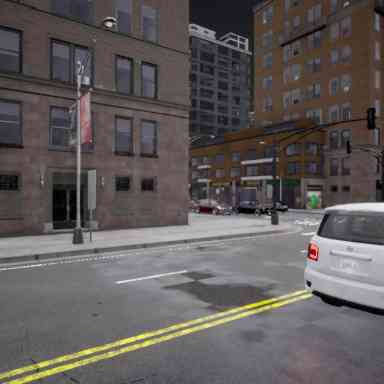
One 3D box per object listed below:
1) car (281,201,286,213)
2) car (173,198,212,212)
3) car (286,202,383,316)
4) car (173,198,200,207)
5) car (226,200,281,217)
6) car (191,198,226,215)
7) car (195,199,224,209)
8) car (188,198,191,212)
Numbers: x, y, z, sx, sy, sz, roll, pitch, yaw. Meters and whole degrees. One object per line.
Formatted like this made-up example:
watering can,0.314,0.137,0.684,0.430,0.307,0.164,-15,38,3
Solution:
car,8.676,1.580,36.969,1.947,1.339,4.313,0,0,-35
car,-0.022,1.482,39.764,2.128,1.511,4.902,0,0,-35
car,4.639,1.223,6.757,5.566,2.045,2.150,0,0,-36
car,-0.872,1.579,50.466,1.947,1.339,4.313,0,0,-35
car,5.716,1.595,31.651,1.895,1.301,4.718,0,0,-35
car,2.125,1.423,32.335,1.967,1.590,4.097,0,0,-35
car,2.310,1.594,45.968,1.802,1.307,4.206,0,0,-35
car,-1.058,1.421,36.834,1.967,1.590,4.097,0,0,-35
